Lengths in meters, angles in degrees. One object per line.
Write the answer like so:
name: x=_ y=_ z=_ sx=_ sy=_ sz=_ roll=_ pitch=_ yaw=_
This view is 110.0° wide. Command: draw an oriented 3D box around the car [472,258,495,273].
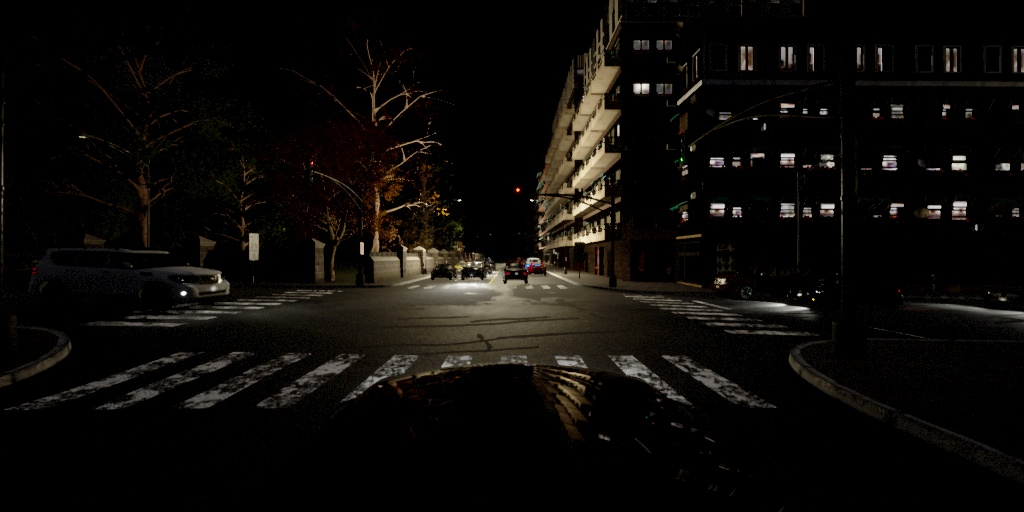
car: x=-3.280 y=1.278 z=41.351 sx=1.837 sy=1.490 sz=4.892 roll=0 pitch=0 yaw=0

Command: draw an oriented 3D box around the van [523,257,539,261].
van: x=2.500 y=1.115 z=42.523 sx=1.690 sy=1.789 sz=3.998 roll=0 pitch=0 yaw=0

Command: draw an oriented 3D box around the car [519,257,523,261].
car: x=2.447 y=1.229 z=53.783 sx=1.967 sy=1.591 sz=4.097 roll=0 pitch=0 yaw=0

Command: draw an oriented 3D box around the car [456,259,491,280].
car: x=-3.230 y=1.255 z=31.052 sx=2.128 sy=1.511 sz=4.902 roll=0 pitch=0 yaw=0

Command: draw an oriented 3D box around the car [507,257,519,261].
car: x=-0.183 y=1.328 z=61.745 sx=1.812 sy=1.442 sz=4.674 roll=0 pitch=0 yaw=0

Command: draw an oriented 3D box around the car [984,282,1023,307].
car: x=24.950 y=1.764 z=16.555 sx=4.674 sy=1.442 sz=1.812 roll=1 pitch=0 yaw=-1

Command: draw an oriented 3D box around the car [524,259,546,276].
car: x=2.527 y=1.314 z=36.893 sx=1.888 sy=1.381 sz=4.507 roll=0 pitch=0 yaw=0

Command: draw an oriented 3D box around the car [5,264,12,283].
car: x=-24.819 y=0.882 z=18.428 sx=4.829 sy=1.417 sz=1.751 roll=0 pitch=0 yaw=-1

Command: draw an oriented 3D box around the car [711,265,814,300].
car: x=13.371 y=1.353 z=18.973 sx=5.009 sy=1.841 sz=2.192 roll=0 pitch=0 yaw=-1

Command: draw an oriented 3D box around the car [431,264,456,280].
car: x=-5.827 y=1.330 z=31.223 sx=1.948 sy=1.339 sz=4.313 roll=0 pitch=0 yaw=0

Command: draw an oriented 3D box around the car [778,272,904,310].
car: x=15.113 y=1.624 z=16.410 sx=4.181 sy=1.385 sz=1.994 roll=1 pitch=0 yaw=-1

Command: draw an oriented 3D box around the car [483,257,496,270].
car: x=-3.323 y=1.278 z=51.763 sx=2.128 sy=1.511 sz=4.902 roll=0 pitch=0 yaw=0

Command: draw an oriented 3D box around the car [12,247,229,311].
car: x=-13.445 y=0.754 z=12.802 sx=5.566 sy=2.045 sz=2.150 roll=1 pitch=0 yaw=-1

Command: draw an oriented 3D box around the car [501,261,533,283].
car: x=0.159 y=1.309 z=28.018 sx=2.033 sy=1.411 sz=5.357 roll=0 pitch=0 yaw=-3
